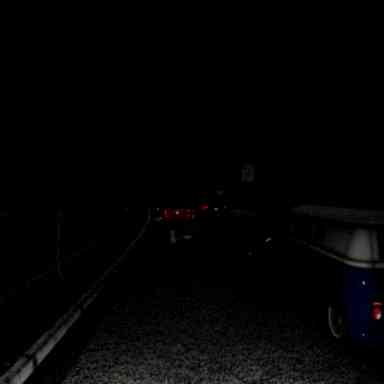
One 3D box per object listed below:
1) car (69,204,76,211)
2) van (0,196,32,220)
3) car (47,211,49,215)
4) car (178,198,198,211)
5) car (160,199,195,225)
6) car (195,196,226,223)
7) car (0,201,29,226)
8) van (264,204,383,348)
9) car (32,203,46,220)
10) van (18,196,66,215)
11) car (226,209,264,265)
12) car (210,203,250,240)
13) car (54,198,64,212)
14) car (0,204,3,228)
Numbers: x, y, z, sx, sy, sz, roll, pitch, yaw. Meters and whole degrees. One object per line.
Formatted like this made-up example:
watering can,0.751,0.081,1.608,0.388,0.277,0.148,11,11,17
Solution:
car,-17.117,1.654,41.646,4.892,1.521,2.231,0,0,-8
van,-15.115,1.411,25.459,4.442,1.987,1.878,0,0,-6
car,-15.592,1.680,30.768,4.792,1.488,2.163,0,0,-7
car,-0.588,1.627,44.548,2.128,1.511,4.902,0,0,-7
car,-1.205,1.459,25.188,2.097,1.767,4.553,0,0,-5
car,1.484,1.329,26.916,2.150,2.045,5.566,0,0,-5
car,-14.535,1.622,22.770,5.366,1.575,1.946,0,0,-5
van,2.921,1.267,6.425,1.878,1.987,4.442,0,0,-1
car,-15.299,1.684,28.168,4.674,1.452,2.002,0,0,-6
van,-16.251,1.428,36.202,4.442,1.987,1.878,0,0,-8
car,2.722,1.552,11.881,2.163,1.488,4.792,0,0,-2
car,2.399,1.549,17.365,2.097,1.535,5.008,0,0,-3
car,-16.013,1.404,33.463,5.566,2.045,2.435,0,0,-8
car,-14.471,1.654,20.035,4.674,1.452,2.002,0,0,-5
